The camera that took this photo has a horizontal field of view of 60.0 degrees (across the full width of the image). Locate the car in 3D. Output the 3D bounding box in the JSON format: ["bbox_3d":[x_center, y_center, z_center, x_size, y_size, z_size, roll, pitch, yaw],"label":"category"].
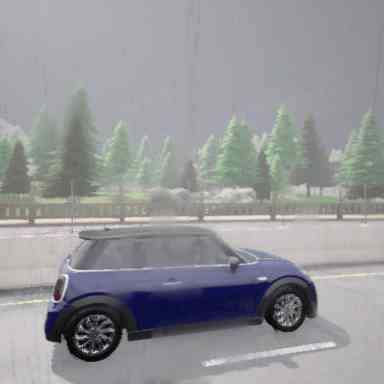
[{"bbox_3d":[-0.092,1.394,5.902,4.553,1.767,2.097,0,0,-19],"label":"car"}]
